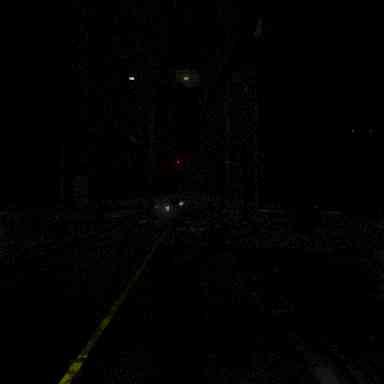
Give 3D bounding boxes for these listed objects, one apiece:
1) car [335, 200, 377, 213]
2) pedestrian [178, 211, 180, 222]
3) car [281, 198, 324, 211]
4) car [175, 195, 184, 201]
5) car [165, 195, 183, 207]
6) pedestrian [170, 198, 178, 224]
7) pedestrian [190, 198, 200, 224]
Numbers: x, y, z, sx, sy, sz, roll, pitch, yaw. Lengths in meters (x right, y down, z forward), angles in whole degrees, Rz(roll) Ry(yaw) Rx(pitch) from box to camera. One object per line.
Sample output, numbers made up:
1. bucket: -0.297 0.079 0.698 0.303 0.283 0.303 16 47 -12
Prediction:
1. car: 18.116 1.576 36.844 4.181 1.385 1.994 0 0 0
2. pedestrian: -1.052 1.571 24.202 0.375 1.300 0.375 0 0 0
3. car: 13.290 1.492 40.116 4.902 1.511 2.128 0 0 0
4. car: -3.002 1.513 83.265 2.128 1.511 4.902 0 0 0
5. car: -3.037 1.540 52.981 2.033 1.411 5.357 0 0 4
6. pedestrian: -1.343 1.291 23.001 0.375 1.860 0.375 0 0 0
7. pedestrian: 0.217 1.291 23.599 0.375 1.860 0.375 0 0 0
